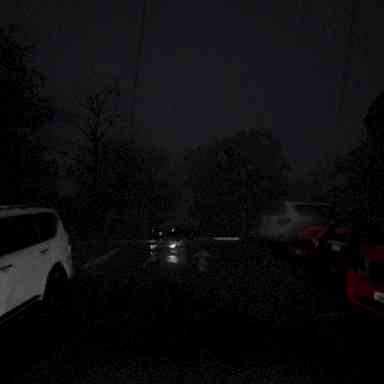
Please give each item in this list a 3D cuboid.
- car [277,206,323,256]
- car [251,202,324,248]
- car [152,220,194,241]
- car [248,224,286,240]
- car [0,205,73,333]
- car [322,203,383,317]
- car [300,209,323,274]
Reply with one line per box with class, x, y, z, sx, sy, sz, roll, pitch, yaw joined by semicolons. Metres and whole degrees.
car;5.735;1.515;11.948;4.553;1.767;2.185;2;-3;-19
car;5.768;1.534;14.901;5.566;2.045;2.435;3;-6;-18
car;-1.333;2.876;25.002;1.837;1.490;4.892;-2;-8;20
car;9.200;4.920;40.442;4.553;1.767;2.097;7;-9;-38
car;-3.655;1.263;4.847;2.150;2.045;5.566;0;0;2
car;5.503;1.295;5.879;5.566;2.045;2.435;1;0;-18
car;5.594;1.449;8.927;4.553;1.767;2.185;1;-1;-18
